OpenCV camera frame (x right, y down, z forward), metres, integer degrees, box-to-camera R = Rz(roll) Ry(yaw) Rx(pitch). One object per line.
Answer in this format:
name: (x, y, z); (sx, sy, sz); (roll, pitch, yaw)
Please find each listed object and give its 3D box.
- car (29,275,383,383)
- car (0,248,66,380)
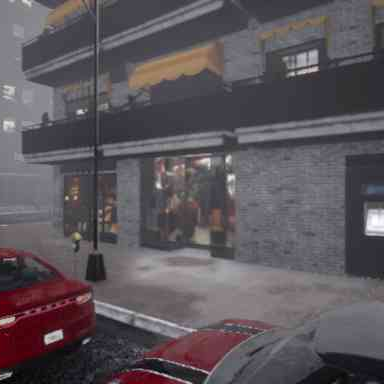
car: (1.131, 1.440, 1.914); (4.097, 1.590, 1.967); (0, 0, 36)
car: (-3.423, 1.549, 5.164); (4.507, 1.381, 1.887); (0, 0, 36)
